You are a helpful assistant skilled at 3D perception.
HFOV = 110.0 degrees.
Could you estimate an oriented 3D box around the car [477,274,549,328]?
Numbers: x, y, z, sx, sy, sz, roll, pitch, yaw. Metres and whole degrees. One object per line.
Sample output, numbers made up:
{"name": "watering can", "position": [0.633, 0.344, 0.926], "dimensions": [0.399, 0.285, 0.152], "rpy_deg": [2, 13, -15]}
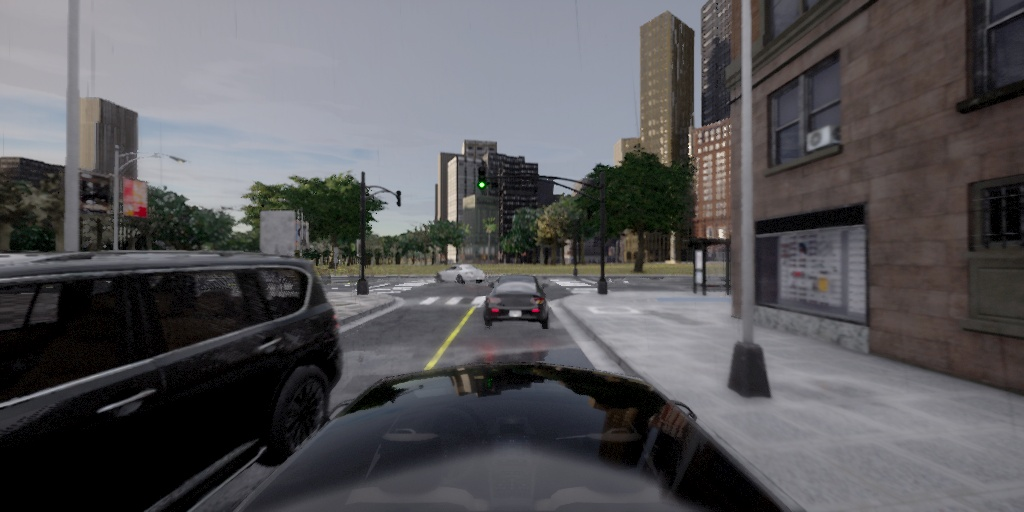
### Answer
{"name": "car", "position": [0.194, 1.314, 11.485], "dimensions": [1.812, 1.442, 4.674], "rpy_deg": [0, 0, 3]}

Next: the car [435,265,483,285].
{"name": "car", "position": [-3.985, 1.379, 27.324], "dimensions": [1.812, 1.442, 4.674], "rpy_deg": [2, -1, -43]}

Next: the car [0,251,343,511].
{"name": "car", "position": [-3.081, 0.974, 2.016], "dimensions": [2.150, 2.045, 5.566], "rpy_deg": [0, 0, 0]}
